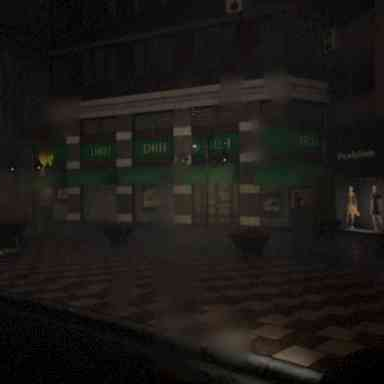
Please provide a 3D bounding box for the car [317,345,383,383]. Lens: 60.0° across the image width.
[{"bbox_3d":[2.911,1.488,1.222,4.892,1.490,1.837,-1,0,37],"label":"car"}]
